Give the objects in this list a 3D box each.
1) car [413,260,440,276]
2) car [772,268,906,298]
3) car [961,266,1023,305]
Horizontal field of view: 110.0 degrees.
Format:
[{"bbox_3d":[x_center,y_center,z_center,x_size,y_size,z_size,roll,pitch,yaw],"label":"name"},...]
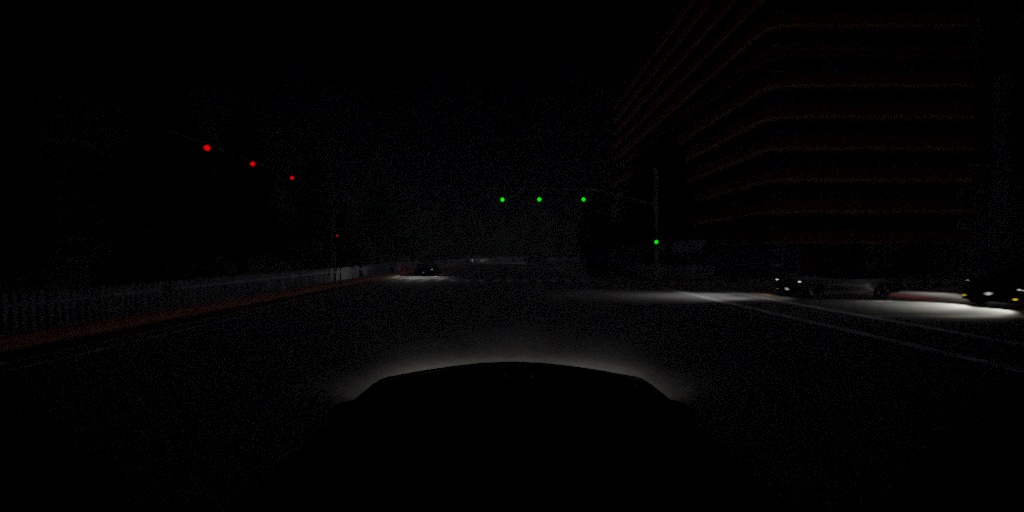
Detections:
[{"bbox_3d":[-8.024,1.132,34.008,1.812,1.442,4.674,0,1,-5],"label":"car"},{"bbox_3d":[15.181,1.237,16.890,4.718,1.301,1.895,0,0,2],"label":"car"},{"bbox_3d":[19.700,1.207,13.327,4.181,1.385,1.994,0,0,1],"label":"car"}]
